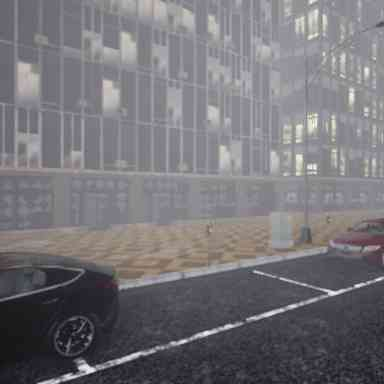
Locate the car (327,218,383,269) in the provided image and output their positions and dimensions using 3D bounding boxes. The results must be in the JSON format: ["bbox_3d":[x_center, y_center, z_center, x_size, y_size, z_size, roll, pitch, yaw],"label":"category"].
[{"bbox_3d":[6.222,1.552,10.957,4.206,1.307,1.802,0,0,-35],"label":"car"}]

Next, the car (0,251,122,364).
[{"bbox_3d":[-3.064,1.564,4.374,4.313,1.339,1.947,0,0,-35],"label":"car"}]
